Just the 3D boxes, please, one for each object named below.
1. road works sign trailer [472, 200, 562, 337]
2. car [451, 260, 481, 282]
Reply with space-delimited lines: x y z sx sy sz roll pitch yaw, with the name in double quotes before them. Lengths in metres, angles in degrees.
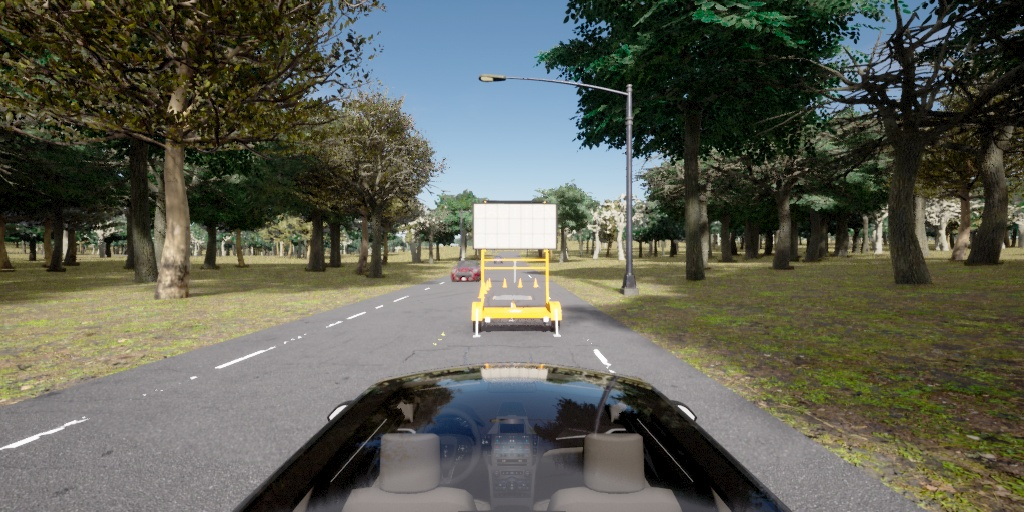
"road works sign trailer" 0.079 0.221 10.297 2.380 3.560 2.880 0 0 -2
"car" -3.570 1.136 28.818 2.097 1.767 4.553 0 0 0
